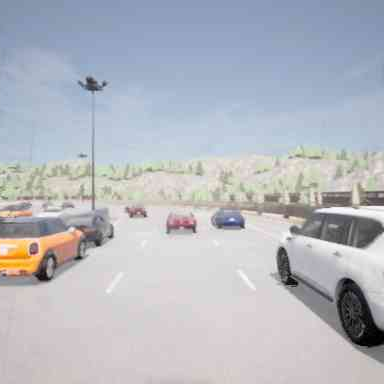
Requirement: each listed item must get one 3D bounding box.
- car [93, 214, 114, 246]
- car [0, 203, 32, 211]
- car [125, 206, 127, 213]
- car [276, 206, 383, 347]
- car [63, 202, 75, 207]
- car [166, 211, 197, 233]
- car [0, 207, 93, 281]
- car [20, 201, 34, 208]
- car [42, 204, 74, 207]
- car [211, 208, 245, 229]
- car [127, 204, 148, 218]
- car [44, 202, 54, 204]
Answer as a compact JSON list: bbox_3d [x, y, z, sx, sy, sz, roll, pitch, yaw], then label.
[{"bbox_3d":[-5.145,1.806,16.589,1.812,1.442,4.674,-1,-1,-2],"label":"car"},{"bbox_3d":[-15.651,1.908,29.316,2.097,1.767,4.553,0,-1,-8],"label":"car"},{"bbox_3d":[-8.372,2.331,47.100,1.895,1.301,4.718,0,-1,-19],"label":"car"},{"bbox_3d":[3.401,1.281,6.596,2.150,2.045,5.566,-1,-1,-2],"label":"car"},{"bbox_3d":[-25.143,2.678,67.617,2.033,1.411,5.357,0,-1,-30],"label":"car"},{"bbox_3d":[-0.750,1.915,22.222,1.895,1.301,4.718,-1,-1,-3],"label":"car"},{"bbox_3d":[-4.910,1.546,10.567,2.097,1.767,4.553,-1,-1,-2],"label":"car"},{"bbox_3d":[-33.719,2.562,67.990,1.994,1.385,4.181,0,-1,-33],"label":"car"},{"bbox_3d":[-12.109,2.047,29.272,1.812,1.442,4.674,0,-1,-7],"label":"car"},{"bbox_3d":[2.579,1.878,24.573,1.994,1.385,4.181,0,-1,-4],"label":"car"},{"bbox_3d":[-6.047,2.098,37.268,1.812,1.442,4.674,0,-1,-11],"label":"car"},{"bbox_3d":[-29.185,2.696,67.517,1.812,1.442,4.674,0,-1,-33],"label":"car"}]
